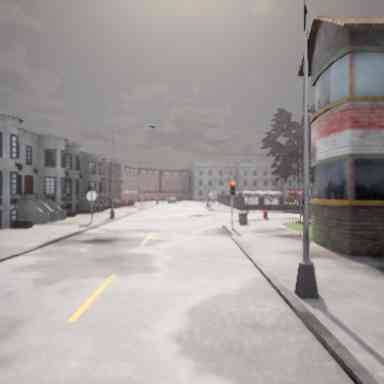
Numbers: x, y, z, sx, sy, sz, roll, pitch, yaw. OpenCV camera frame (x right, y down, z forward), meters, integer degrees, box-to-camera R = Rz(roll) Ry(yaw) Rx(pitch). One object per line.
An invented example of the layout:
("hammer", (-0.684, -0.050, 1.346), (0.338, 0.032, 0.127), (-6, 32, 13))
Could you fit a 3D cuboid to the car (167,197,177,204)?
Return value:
("car", (-4.026, 1.676, 67.545), (2.033, 1.411, 5.357), (1, -1, 0))
